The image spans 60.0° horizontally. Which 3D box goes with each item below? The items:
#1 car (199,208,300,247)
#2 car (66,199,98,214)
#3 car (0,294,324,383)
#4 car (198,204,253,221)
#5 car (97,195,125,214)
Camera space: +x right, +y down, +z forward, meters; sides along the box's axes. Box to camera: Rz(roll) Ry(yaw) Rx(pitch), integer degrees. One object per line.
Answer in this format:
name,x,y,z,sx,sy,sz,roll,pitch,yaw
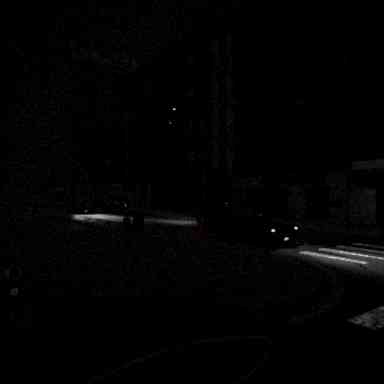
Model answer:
car,2.611,1.627,15.519,1.895,1.301,4.718,0,0,-35
car,-12.307,1.699,36.506,1.895,1.301,4.718,0,0,-35
car,-0.896,1.566,2.173,4.313,1.339,1.947,0,0,-35
car,2.334,1.522,20.998,2.128,1.511,4.902,0,0,-35
car,-9.539,1.310,37.676,2.150,2.045,5.566,0,0,-35
